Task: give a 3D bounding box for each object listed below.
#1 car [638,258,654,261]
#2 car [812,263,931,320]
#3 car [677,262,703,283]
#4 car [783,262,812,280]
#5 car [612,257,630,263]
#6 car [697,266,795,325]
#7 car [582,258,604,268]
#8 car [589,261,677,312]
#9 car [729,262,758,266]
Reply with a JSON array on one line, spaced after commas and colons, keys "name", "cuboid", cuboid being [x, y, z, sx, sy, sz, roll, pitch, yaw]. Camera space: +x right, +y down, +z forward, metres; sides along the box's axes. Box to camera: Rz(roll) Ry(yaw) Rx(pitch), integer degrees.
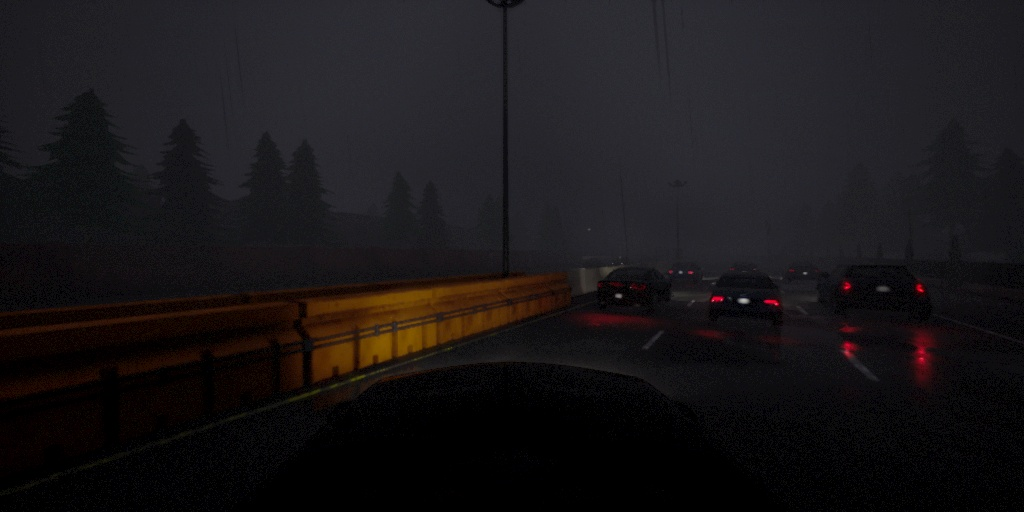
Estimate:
[{"name": "car", "cuboid": [17.775, 0.974, 47.422, 1.812, 1.442, 4.674, 0, 0, 32]}, {"name": "car", "cuboid": [12.308, 1.008, 12.549, 2.097, 1.767, 4.553, 0, 0, 33]}, {"name": "car", "cuboid": [12.660, 1.129, 26.094, 2.033, 1.411, 5.357, 0, 0, 33]}, {"name": "car", "cuboid": [20.856, 1.125, 25.846, 1.994, 1.385, 4.181, 0, 0, 33]}, {"name": "car", "cuboid": [15.286, 0.947, 50.049, 1.837, 1.490, 4.892, 0, 0, 31]}, {"name": "car", "cuboid": [7.497, 1.223, 11.583, 2.033, 1.411, 5.357, 0, 0, 33]}, {"name": "car", "cuboid": [11.450, 1.013, 50.498, 1.994, 1.385, 4.181, 0, 0, 32]}, {"name": "car", "cuboid": [4.902, 1.146, 14.005, 1.882, 1.535, 5.008, 0, 1, 33]}, {"name": "car", "cuboid": [17.914, 1.122, 27.741, 1.994, 1.385, 4.181, 0, 0, 33]}]
